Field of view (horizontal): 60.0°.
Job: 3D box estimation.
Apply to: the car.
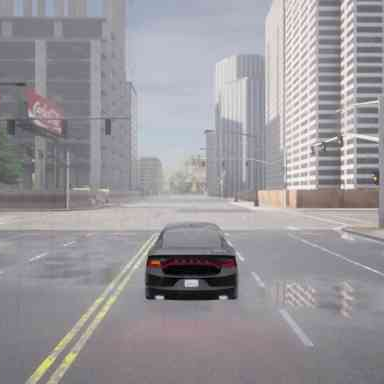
[{"bbox_3d":[-0.003,1.478,8.420,1.882,1.535,5.008,0,0,0],"label":"car"}]
